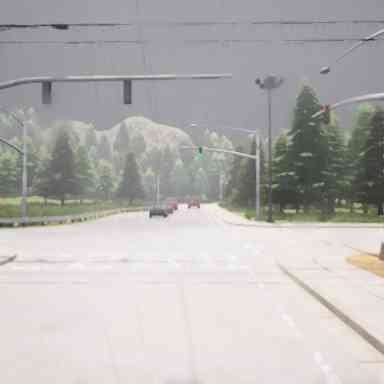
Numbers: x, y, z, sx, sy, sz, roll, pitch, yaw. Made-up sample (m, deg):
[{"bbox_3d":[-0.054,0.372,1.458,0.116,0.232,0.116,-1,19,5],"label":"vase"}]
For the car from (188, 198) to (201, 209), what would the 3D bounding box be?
[{"bbox_3d":[0.400,2.075,62.763,2.150,2.045,5.566,0,-1,2],"label":"car"}]

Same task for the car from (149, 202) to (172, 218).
[{"bbox_3d":[-3.573,2.106,36.433,1.895,1.301,4.718,0,-1,0],"label":"car"}]

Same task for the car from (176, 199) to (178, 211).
[{"bbox_3d":[-3.475,1.967,54.246,2.150,2.045,5.566,0,-1,1],"label":"car"}]

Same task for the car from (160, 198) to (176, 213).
[{"bbox_3d":[-3.554,1.953,43.558,2.097,1.767,4.553,0,-1,0],"label":"car"}]

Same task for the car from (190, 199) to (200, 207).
[{"bbox_3d":[0.699,2.360,74.013,2.097,1.767,4.553,0,-1,2],"label":"car"}]
